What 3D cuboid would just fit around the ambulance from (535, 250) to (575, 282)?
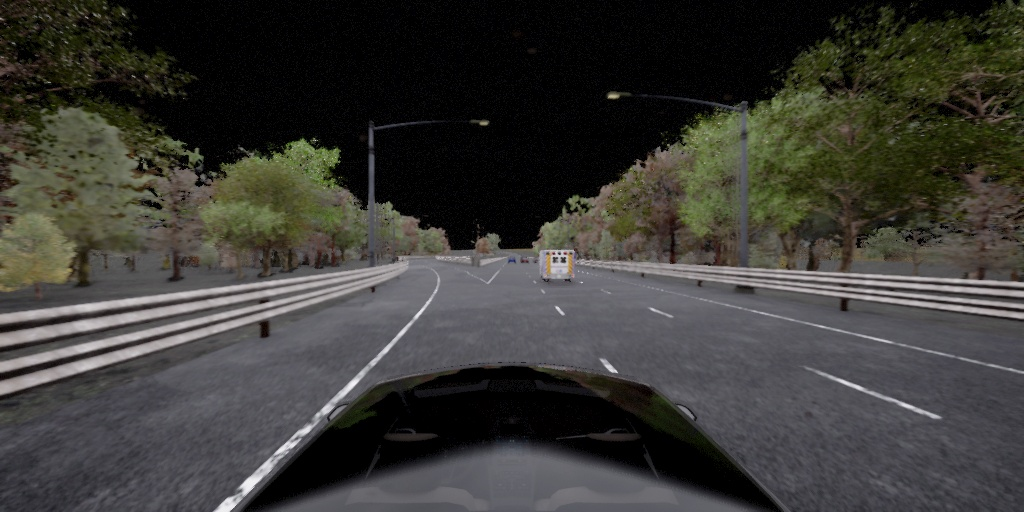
[{"bbox_3d":[3.496,0.807,29.367,2.351,2.431,6.366,0,0,0],"label":"ambulance"}]
